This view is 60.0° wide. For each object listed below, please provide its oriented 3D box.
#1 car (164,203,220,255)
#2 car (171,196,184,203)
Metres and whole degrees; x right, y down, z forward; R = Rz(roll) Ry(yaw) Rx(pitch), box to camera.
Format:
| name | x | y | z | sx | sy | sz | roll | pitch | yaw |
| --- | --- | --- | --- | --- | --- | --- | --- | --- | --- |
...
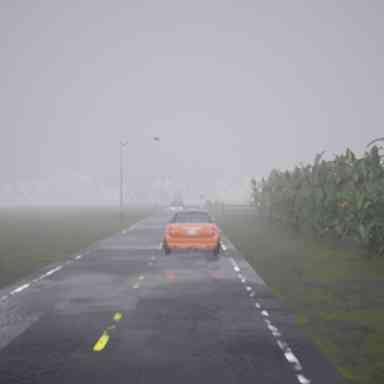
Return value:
| name | x | y | z | sx | sy | sz | roll | pitch | yaw |
| --- | --- | --- | --- | --- | --- | --- | --- | --- | --- |
| car | -0.001 | 1.494 | 14.099 | 2.097 | 1.767 | 4.553 | 0 | -1 | 0 |
| car | -2.768 | 1.879 | 64.716 | 2.150 | 2.045 | 5.566 | 0 | -1 | 0 |
